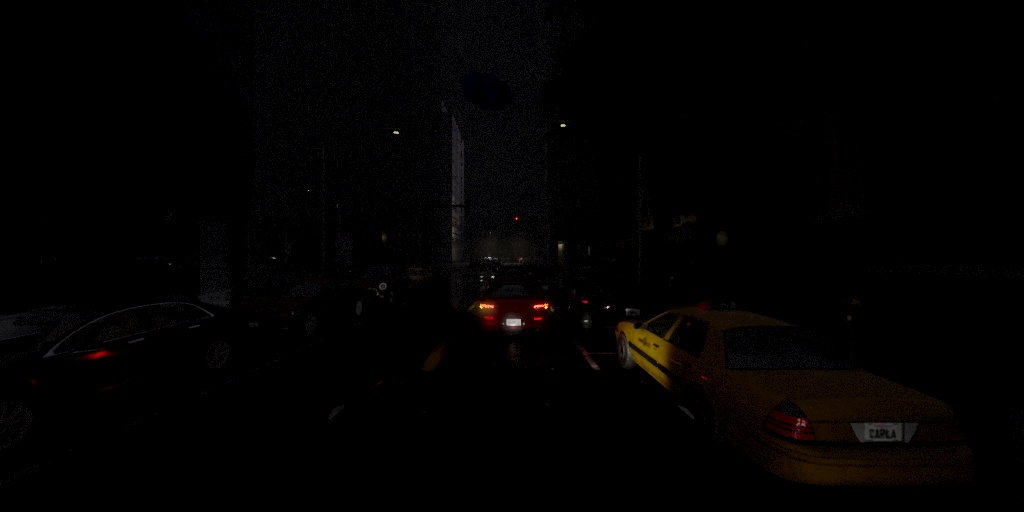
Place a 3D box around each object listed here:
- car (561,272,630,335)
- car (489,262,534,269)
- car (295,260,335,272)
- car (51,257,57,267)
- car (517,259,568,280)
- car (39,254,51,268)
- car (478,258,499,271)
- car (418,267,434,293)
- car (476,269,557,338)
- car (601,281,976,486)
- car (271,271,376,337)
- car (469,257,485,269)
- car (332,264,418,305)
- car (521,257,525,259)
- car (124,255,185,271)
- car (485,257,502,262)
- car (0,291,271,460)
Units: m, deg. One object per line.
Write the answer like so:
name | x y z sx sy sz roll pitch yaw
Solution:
car | 2.756 1.316 10.263 1.948 1.339 4.313 0 0 0
car | 0.004 1.256 18.964 1.837 1.490 4.892 0 0 0
car | -16.917 1.050 32.609 4.718 1.301 1.895 1 0 0
car | -48.218 0.417 35.684 4.181 1.385 1.994 1 0 0
car | 2.667 1.322 32.676 4.902 1.511 2.128 1 0 0
car | -45.745 0.404 32.575 4.892 1.490 1.837 1 0 0
car | -3.138 1.285 47.985 1.812 1.442 4.674 0 0 0
car | -5.778 1.277 20.997 1.751 1.417 4.829 0 0 0
car | 0.063 1.276 10.097 1.812 1.442 4.674 0 0 0
car | 2.761 1.275 4.976 1.751 1.417 4.829 0 0 0
car | -5.769 1.295 10.254 1.888 1.381 4.507 0 0 0
car | -5.811 1.079 58.575 2.192 1.841 5.009 0 0 0
car | -5.774 1.190 15.711 1.967 1.591 4.097 0 0 0
car | 2.719 1.201 53.145 1.967 1.591 4.097 0 0 0
car | -32.413 0.675 32.572 4.674 1.442 1.812 1 0 0
car | -3.133 1.328 57.953 1.994 1.385 4.181 0 0 0
car | -5.764 1.300 4.797 2.007 1.370 4.403 0 0 0
